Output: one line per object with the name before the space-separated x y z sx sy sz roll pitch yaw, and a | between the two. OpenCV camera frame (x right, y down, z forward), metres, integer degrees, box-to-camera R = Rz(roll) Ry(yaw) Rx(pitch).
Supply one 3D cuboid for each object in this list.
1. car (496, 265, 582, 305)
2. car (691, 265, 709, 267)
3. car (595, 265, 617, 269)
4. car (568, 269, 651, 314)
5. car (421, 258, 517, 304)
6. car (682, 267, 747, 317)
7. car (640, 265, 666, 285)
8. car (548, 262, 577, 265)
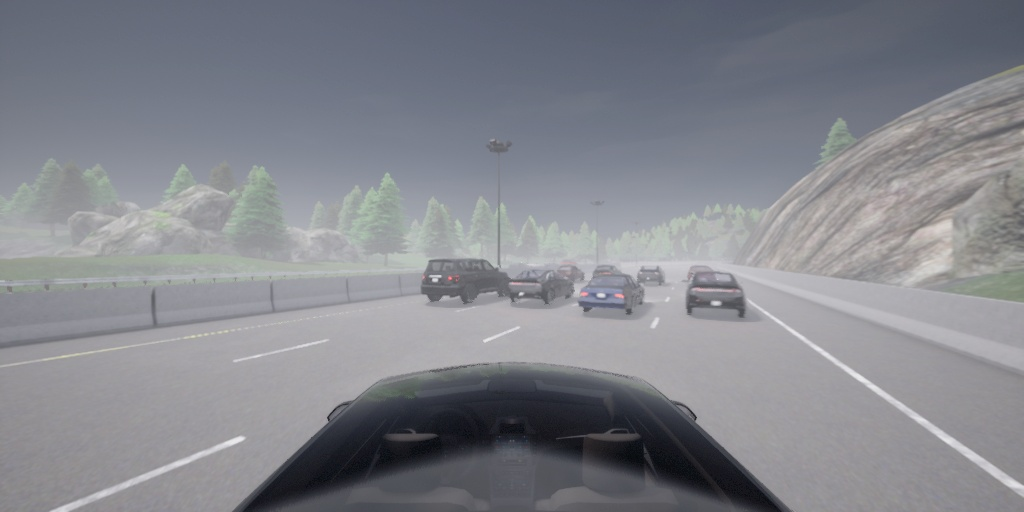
car | 1.479 1.387 16.993 2.128 1.511 4.902 0 0 27
car | 14.717 1.469 28.025 1.882 1.535 5.008 0 0 27
car | 8.102 1.525 30.452 1.837 1.490 4.892 0 0 27
car | 4.172 1.417 14.563 2.033 1.411 5.357 0 -1 26
car | -2.087 1.127 17.700 2.150 2.045 5.566 0 0 26
car | 7.759 1.354 13.902 2.128 1.511 4.902 0 0 27
car | 11.241 1.494 28.906 2.128 1.511 4.902 0 0 27
car | 5.142 1.563 32.356 1.812 1.442 4.674 0 0 27
